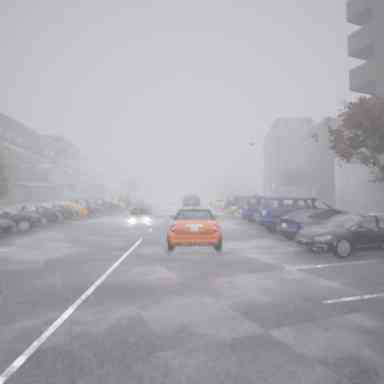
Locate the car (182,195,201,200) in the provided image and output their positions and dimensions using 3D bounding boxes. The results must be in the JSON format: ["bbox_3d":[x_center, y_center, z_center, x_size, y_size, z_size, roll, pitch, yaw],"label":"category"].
[{"bbox_3d":[-0.059,1.397,40.148,2.150,2.045,5.566,0,-1,0],"label":"car"}]

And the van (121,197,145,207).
[{"bbox_3d":[-11.748,1.957,66.215,4.442,1.987,1.878,0,-1,-20],"label":"van"}]

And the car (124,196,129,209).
[{"bbox_3d":[-11.790,1.729,45.654,5.366,1.575,1.946,-1,-1,-20],"label":"car"}]

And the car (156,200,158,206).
[{"bbox_3d":[-11.589,2.723,80.898,5.008,1.535,2.097,0,-3,-20],"label":"car"}]

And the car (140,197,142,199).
[{"bbox_3d":[-11.613,1.827,57.459,4.553,1.767,2.185,0,-1,-20],"label":"car"}]

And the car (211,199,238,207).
[{"bbox_3d":[6.168,2.146,63.695,4.674,1.452,2.002,1,-2,-20],"label":"car"}]

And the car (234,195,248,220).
[{"bbox_3d":[6.362,1.330,24.801,5.566,2.045,2.435,1,0,-20],"label":"car"}]

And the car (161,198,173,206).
[{"bbox_3d":[-5.187,2.151,76.438,2.097,1.767,4.553,0,-2,0],"label":"car"}]

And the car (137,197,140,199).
[{"bbox_3d":[-11.633,1.891,54.518,4.892,1.521,2.231,0,-1,-20],"label":"car"}]

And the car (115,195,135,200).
[{"bbox_3d":[-11.656,1.528,48.639,5.566,2.045,2.435,-1,-1,-20],"label":"car"}]

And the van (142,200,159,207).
[{"bbox_3d":[-11.604,3.252,92.550,4.442,1.987,1.878,1,-4,-20],"label":"van"}]

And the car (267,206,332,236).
[{"bbox_3d":[6.351,1.581,15.766,4.792,1.488,2.163,1,0,-20],"label":"car"}]

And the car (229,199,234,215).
[{"bbox_3d":[6.137,1.585,27.718,5.366,1.575,1.946,1,0,-20],"label":"car"}]

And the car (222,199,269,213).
[{"bbox_3d":[6.401,1.664,39.824,5.366,1.575,1.946,1,-1,-20],"label":"car"}]

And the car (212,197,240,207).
[{"bbox_3d":[6.141,1.903,60.700,4.553,1.767,2.185,1,-2,-20],"label":"car"}]

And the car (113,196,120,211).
[{"bbox_3d":[-11.582,1.656,39.851,5.008,1.535,2.097,-1,0,-20],"label":"car"}]

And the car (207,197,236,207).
[{"bbox_3d":[6.166,2.028,69.669,5.566,2.045,2.435,1,-2,-20],"label":"car"}]

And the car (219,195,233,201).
[{"bbox_3d":[6.270,1.387,36.782,5.566,2.045,2.435,1,-1,-20],"label":"car"}]

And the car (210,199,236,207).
[{"bbox_3d":[6.205,2.220,66.699,4.792,1.488,2.163,1,-2,-20],"label":"car"}]

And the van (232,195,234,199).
[{"bbox_3d":[6.397,1.378,30.824,4.442,1.987,1.878,1,-1,-20],"label":"van"}]

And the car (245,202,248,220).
[{"bbox_3d":[6.343,1.572,21.785,4.892,1.521,2.231,1,0,-20],"label":"car"}]

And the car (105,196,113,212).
[{"bbox_3d":[-11.542,1.503,36.921,4.553,1.767,2.185,-1,0,-20],"label":"car"}]

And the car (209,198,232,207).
[{"bbox_3d":[6.226,2.250,72.684,4.553,1.767,2.185,1,-2,-20],"label":"car"}]

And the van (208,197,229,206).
[{"bbox_3d":[6.095,2.252,75.629,4.442,1.987,1.878,1,-3,-20],"label":"van"}]

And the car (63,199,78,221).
[{"bbox_3d":[-11.470,1.566,25.176,4.892,1.521,2.231,-1,0,-20],"label":"car"}]

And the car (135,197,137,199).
[{"bbox_3d":[-11.628,1.830,51.581,4.892,1.521,2.231,-1,-1,-20],"label":"car"}]

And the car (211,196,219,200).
[{"bbox_3d":[6.002,1.888,54.651,5.366,1.575,1.946,1,-1,-20],"label":"car"}]

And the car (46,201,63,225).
[{"bbox_3d":[-11.444,1.555,22.243,4.892,1.521,2.231,-1,0,-21],"label":"car"}]

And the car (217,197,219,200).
[{"bbox_3d":[6.384,1.698,42.816,5.366,1.575,1.946,1,-1,-20],"label":"car"}]

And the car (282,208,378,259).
[{"bbox_3d":[6.309,1.543,12.746,4.892,1.521,2.231,1,0,-19],"label":"car"}]

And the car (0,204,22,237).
[{"bbox_3d":[-11.355,1.562,16.382,4.792,1.488,2.163,-1,0,-21],"label":"car"}]

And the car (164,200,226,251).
[{"bbox_3d":[0.088,1.402,14.444,2.097,1.767,4.553,0,0,0],"label":"car"}]

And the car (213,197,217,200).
[{"bbox_3d":[6.160,1.813,48.720,4.792,1.488,2.163,1,-1,-20],"label":"car"}]

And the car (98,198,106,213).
[{"bbox_3d":[-11.555,1.646,33.987,4.674,1.452,2.002,-1,-1,-20],"label":"car"}]

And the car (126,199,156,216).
[{"bbox_3d":[-5.234,1.734,34.655,1.895,1.301,4.718,0,0,0],"label":"car"}]

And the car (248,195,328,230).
[{"bbox_3d":[6.372,1.310,18.782,5.566,2.045,2.435,1,0,-20],"label":"car"}]

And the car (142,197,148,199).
[{"bbox_3d":[-11.647,2.100,63.316,5.008,1.535,2.097,0,-2,-20],"label":"car"}]

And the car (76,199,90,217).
[{"bbox_3d":[-11.499,1.576,28.113,5.008,1.535,2.097,-1,0,-20],"label":"car"}]

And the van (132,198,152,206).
[{"bbox_3d":[-11.711,2.359,77.940,4.442,1.987,1.878,0,-2,-20],"label":"van"}]

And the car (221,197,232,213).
[{"bbox_3d":[6.088,1.612,33.710,5.366,1.575,1.946,1,0,-20],"label":"car"}]

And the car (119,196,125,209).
[{"bbox_3d":[-11.609,1.692,42.782,5.008,1.535,2.097,-1,-1,-20],"label":"car"}]

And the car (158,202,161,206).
[{"bbox_3d":[-11.715,3.056,86.672,5.366,1.575,1.946,0,-4,-20],"label":"car"}]

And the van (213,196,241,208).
[{"bbox_3d":[6.066,1.729,57.671,4.442,1.987,1.878,1,-1,-20],"label":"van"}]

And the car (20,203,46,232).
[{"bbox_3d":[-11.425,1.544,19.309,5.008,1.535,2.097,-1,0,-21],"label":"car"}]

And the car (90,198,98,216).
[{"bbox_3d":[-11.501,1.463,31.055,4.553,1.767,2.185,-1,0,-20],"label":"car"}]

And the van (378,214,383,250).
[{"bbox_3d":[6.336,1.298,6.779,4.442,1.987,1.878,1,0,-19],"label":"van"}]
